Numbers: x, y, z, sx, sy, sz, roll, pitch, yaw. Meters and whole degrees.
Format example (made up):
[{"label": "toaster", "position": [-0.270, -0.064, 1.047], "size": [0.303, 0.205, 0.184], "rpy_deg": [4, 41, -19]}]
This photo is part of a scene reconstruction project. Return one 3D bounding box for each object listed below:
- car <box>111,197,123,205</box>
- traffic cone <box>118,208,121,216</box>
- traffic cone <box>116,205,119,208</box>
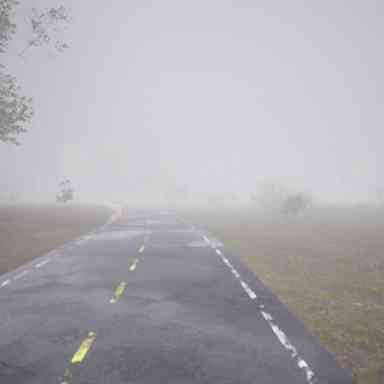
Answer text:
[{"label": "car", "position": [-15.980, 1.909, 70.924], "size": [1.837, 1.490, 4.892], "rpy_deg": [0, 0, -22]}, {"label": "traffic cone", "position": [-7.449, 2.154, 34.082], "size": [0.340, 0.580, 0.340], "rpy_deg": [0, 0, -11]}, {"label": "traffic cone", "position": [-9.516, 2.207, 43.722], "size": [0.340, 0.580, 0.340], "rpy_deg": [0, 0, -14]}]
